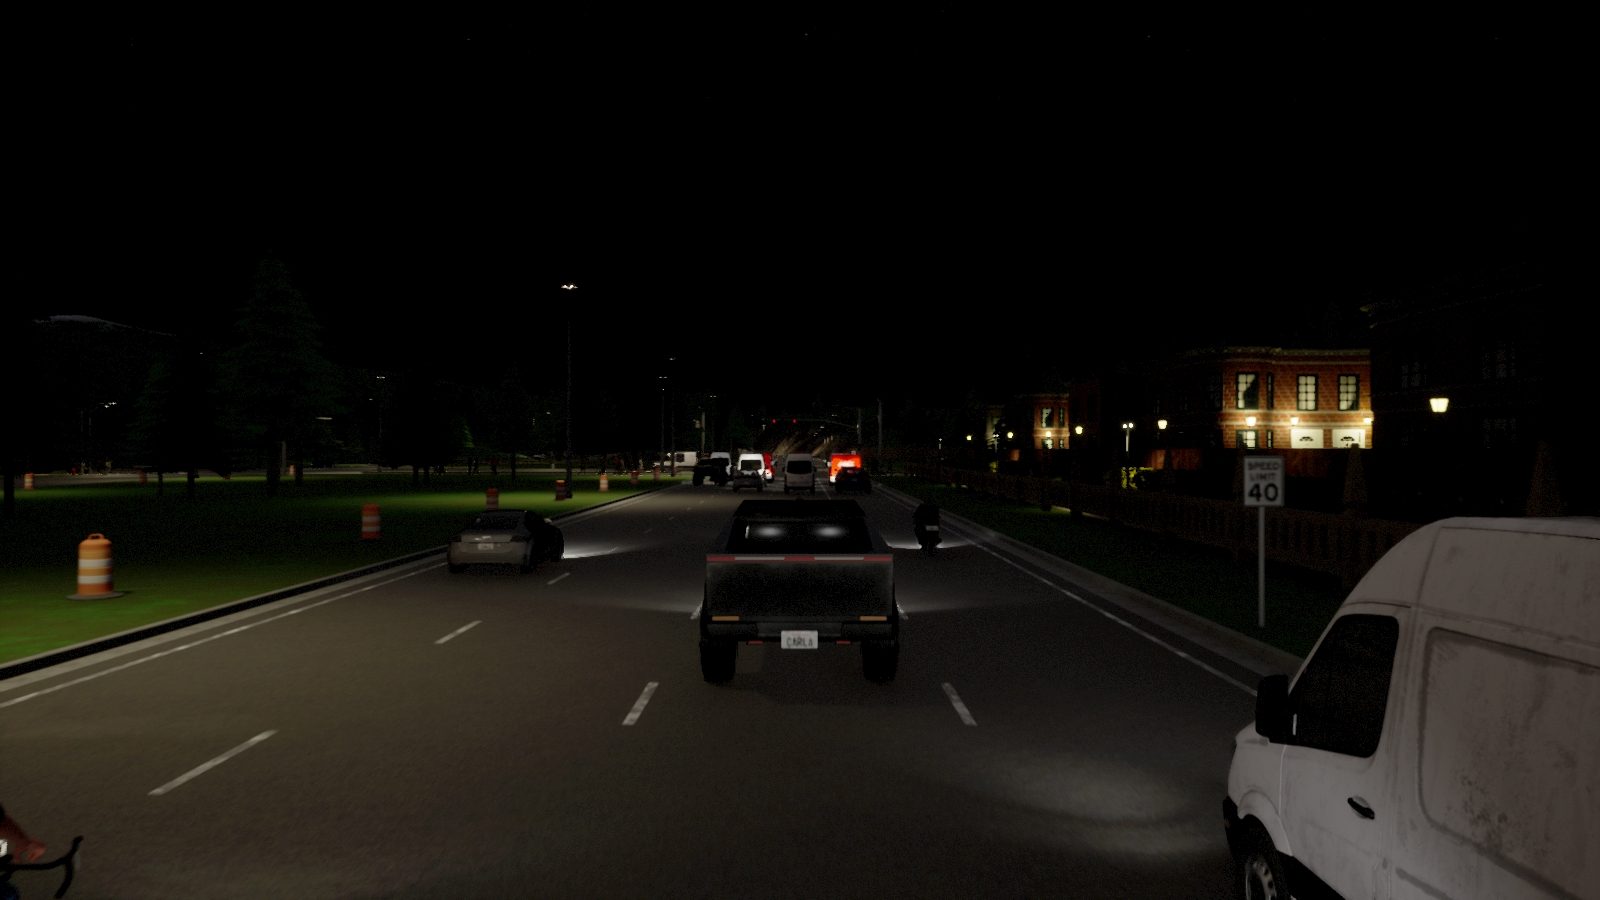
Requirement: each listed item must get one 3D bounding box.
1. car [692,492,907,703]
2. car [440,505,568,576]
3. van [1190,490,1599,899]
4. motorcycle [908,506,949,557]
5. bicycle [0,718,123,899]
[{"bbox_3d":[-0.006,1.752,15.782,2.390,2.098,6.274,0,0,0],"label":"car"},{"bbox_3d":[-7.011,2.116,27.516,1.994,1.385,4.181,0,0,0],"label":"car"},{"bbox_3d":[3.494,1.534,4.363,1.988,2.561,5.915,0,0,0],"label":"van"},{"bbox_3d":[3.488,2.202,31.268,0.867,1.251,2.209,0,0,0],"label":"motorcycle"},{"bbox_3d":[-3.502,2.055,4.774,0.373,1.496,1.643,0,0,0],"label":"bicycle"}]
